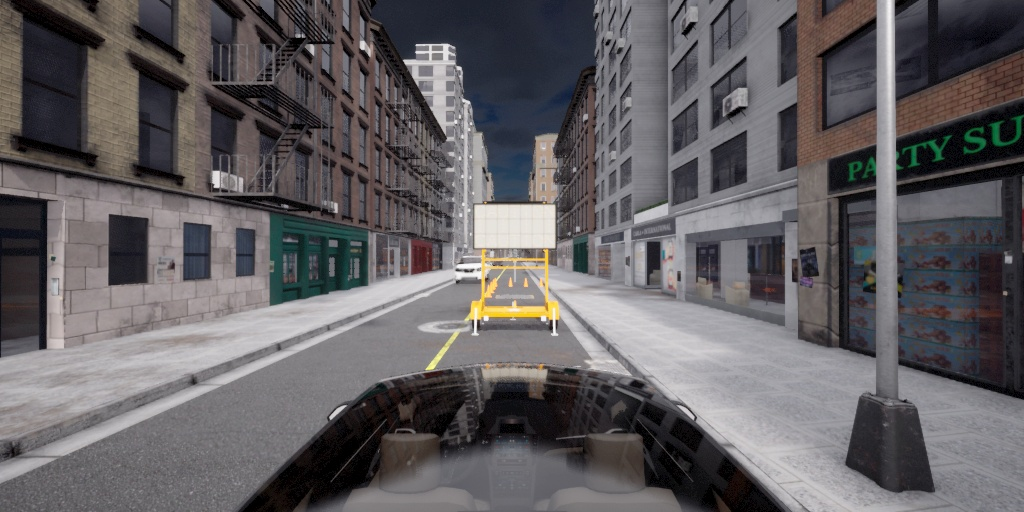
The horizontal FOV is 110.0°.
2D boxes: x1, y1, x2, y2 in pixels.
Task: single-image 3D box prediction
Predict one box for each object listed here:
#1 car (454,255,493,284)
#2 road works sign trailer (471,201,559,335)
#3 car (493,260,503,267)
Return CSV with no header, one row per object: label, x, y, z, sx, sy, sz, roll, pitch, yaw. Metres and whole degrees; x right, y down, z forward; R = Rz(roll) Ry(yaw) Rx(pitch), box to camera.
car,-2.891,0.967,27.015,2.150,2.045,5.566,0,0,0
road works sign trailer,0.085,0.214,10.442,2.380,3.560,2.880,0,0,1
car,-2.500,1.270,63.788,2.033,1.411,5.357,0,0,0
